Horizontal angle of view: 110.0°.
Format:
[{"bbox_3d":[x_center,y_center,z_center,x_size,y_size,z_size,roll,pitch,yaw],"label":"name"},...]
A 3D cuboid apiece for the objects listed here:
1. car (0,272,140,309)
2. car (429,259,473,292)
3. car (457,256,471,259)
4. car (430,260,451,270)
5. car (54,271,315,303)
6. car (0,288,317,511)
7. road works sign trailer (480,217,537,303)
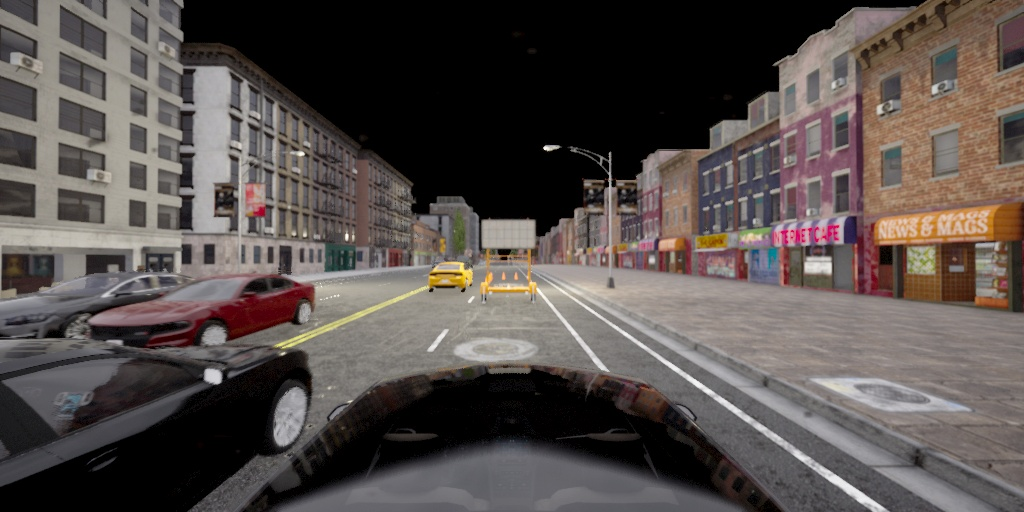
[{"bbox_3d":[-9.923,1.174,9.014,2.128,1.511,4.902,0,0,-1],"label":"car"},{"bbox_3d":[-3.343,1.099,20.227,1.882,1.535,5.008,0,0,-1],"label":"car"},{"bbox_3d":[-7.099,0.956,52.563,2.150,2.045,5.566,0,-1,0],"label":"car"},{"bbox_3d":[-10.348,1.277,52.280,2.033,1.411,5.357,0,0,0],"label":"car"},{"bbox_3d":[-6.668,1.165,8.488,1.882,1.535,5.008,0,0,-1],"label":"car"},{"bbox_3d":[-3.151,1.224,2.014,1.882,1.535,5.008,0,1,-1],"label":"car"},{"bbox_3d":[-0.144,0.104,15.784,2.380,3.560,2.880,0,0,-1],"label":"road works sign trailer"}]
